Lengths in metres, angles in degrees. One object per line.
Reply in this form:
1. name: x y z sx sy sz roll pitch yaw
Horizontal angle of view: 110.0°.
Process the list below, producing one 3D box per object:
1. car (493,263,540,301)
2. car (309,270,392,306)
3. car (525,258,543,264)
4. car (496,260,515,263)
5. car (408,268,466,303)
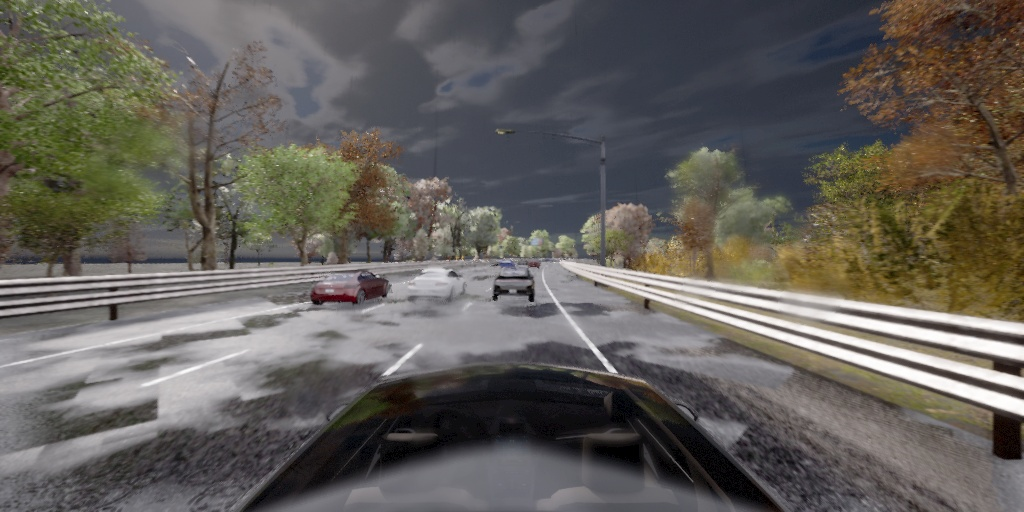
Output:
1. car: 0.165 1.261 17.467 2.128 1.511 4.902 0 0 3
2. car: -6.919 1.307 15.813 1.994 1.385 4.181 0 0 3
3. car: 3.953 1.212 63.864 2.097 1.767 4.553 0 0 6
4. car: -0.669 1.303 53.458 1.882 1.535 5.008 0 0 6
5. car: -3.372 1.283 16.640 1.812 1.442 4.674 0 0 3
